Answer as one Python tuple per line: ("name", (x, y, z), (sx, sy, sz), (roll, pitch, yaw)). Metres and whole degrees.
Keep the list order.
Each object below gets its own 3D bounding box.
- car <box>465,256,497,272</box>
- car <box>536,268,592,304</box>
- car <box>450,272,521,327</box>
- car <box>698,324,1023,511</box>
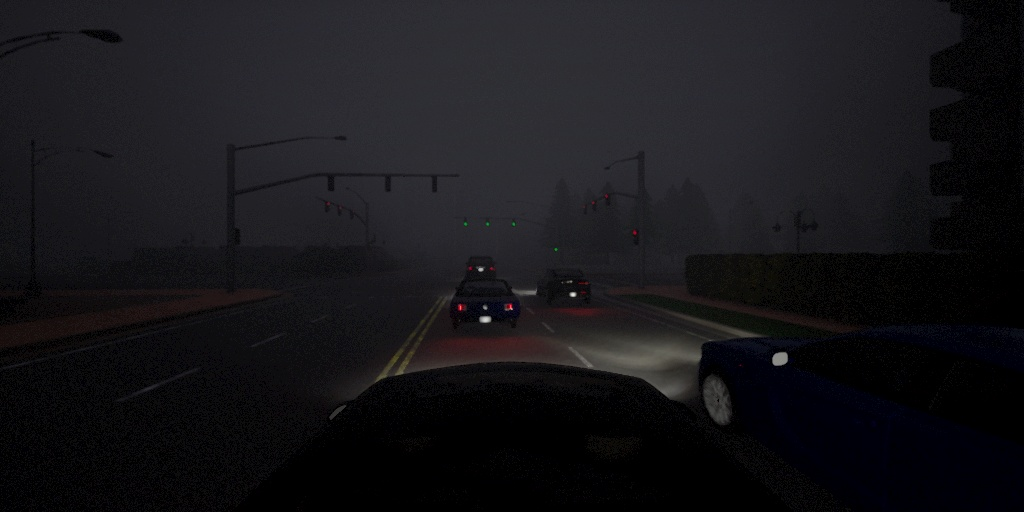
("car", (-2.268, 1.012, 26.580), (2.150, 2.045, 5.566), (0, 0, -4))
("car", (2.281, 1.272, 16.573), (1.837, 1.490, 4.892), (0, 0, -3))
("car", (-0.894, 1.367, 11.557), (1.895, 1.301, 4.718), (0, 0, -5))
("car", (3.290, 1.222, 2.503), (1.882, 1.535, 5.008), (0, 0, -1))
